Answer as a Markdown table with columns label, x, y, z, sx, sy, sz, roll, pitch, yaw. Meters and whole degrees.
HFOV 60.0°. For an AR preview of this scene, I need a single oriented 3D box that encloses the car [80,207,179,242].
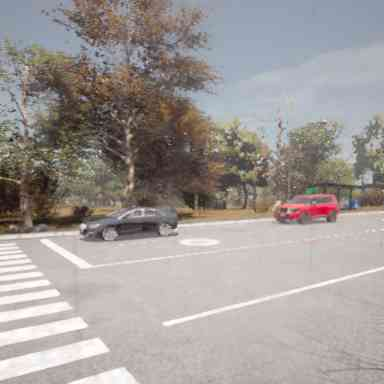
| label | x | y | z | sx | sy | sz | roll | pitch | yaw |
| --- | --- | --- | --- | --- | --- | --- | --- | --- | --- |
| car | -2.981 | 1.491 | 16.498 | 4.902 | 1.511 | 2.128 | 0 | 0 | -35 |

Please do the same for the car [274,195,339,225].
| label | x | y | z | sx | sy | sz | roll | pitch | yaw |
| --- | --- | --- | --- | --- | --- | --- | --- | --- | --- |
| car | 8.491 | 1.221 | 24.410 | 5.566 | 2.045 | 2.150 | 0 | 0 | -35 |
